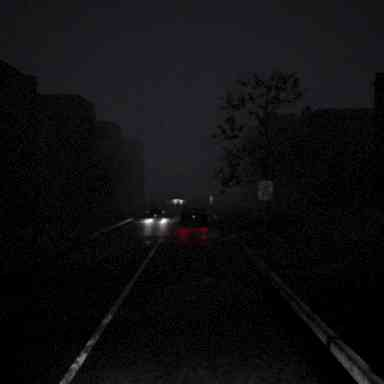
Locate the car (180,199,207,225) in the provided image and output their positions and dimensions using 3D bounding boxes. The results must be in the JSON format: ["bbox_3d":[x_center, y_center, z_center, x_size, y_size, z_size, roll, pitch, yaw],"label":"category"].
[{"bbox_3d":[0.119,1.519,24.770,1.882,1.535,5.008,0,0,0],"label":"car"}]

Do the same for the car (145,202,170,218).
[{"bbox_3d":[-3.072,1.597,30.628,2.033,1.411,5.357,0,0,0],"label":"car"}]

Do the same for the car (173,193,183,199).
[{"bbox_3d":[-2.929,0.817,72.058,1.994,1.385,4.181,0,3,0],"label":"car"}]
